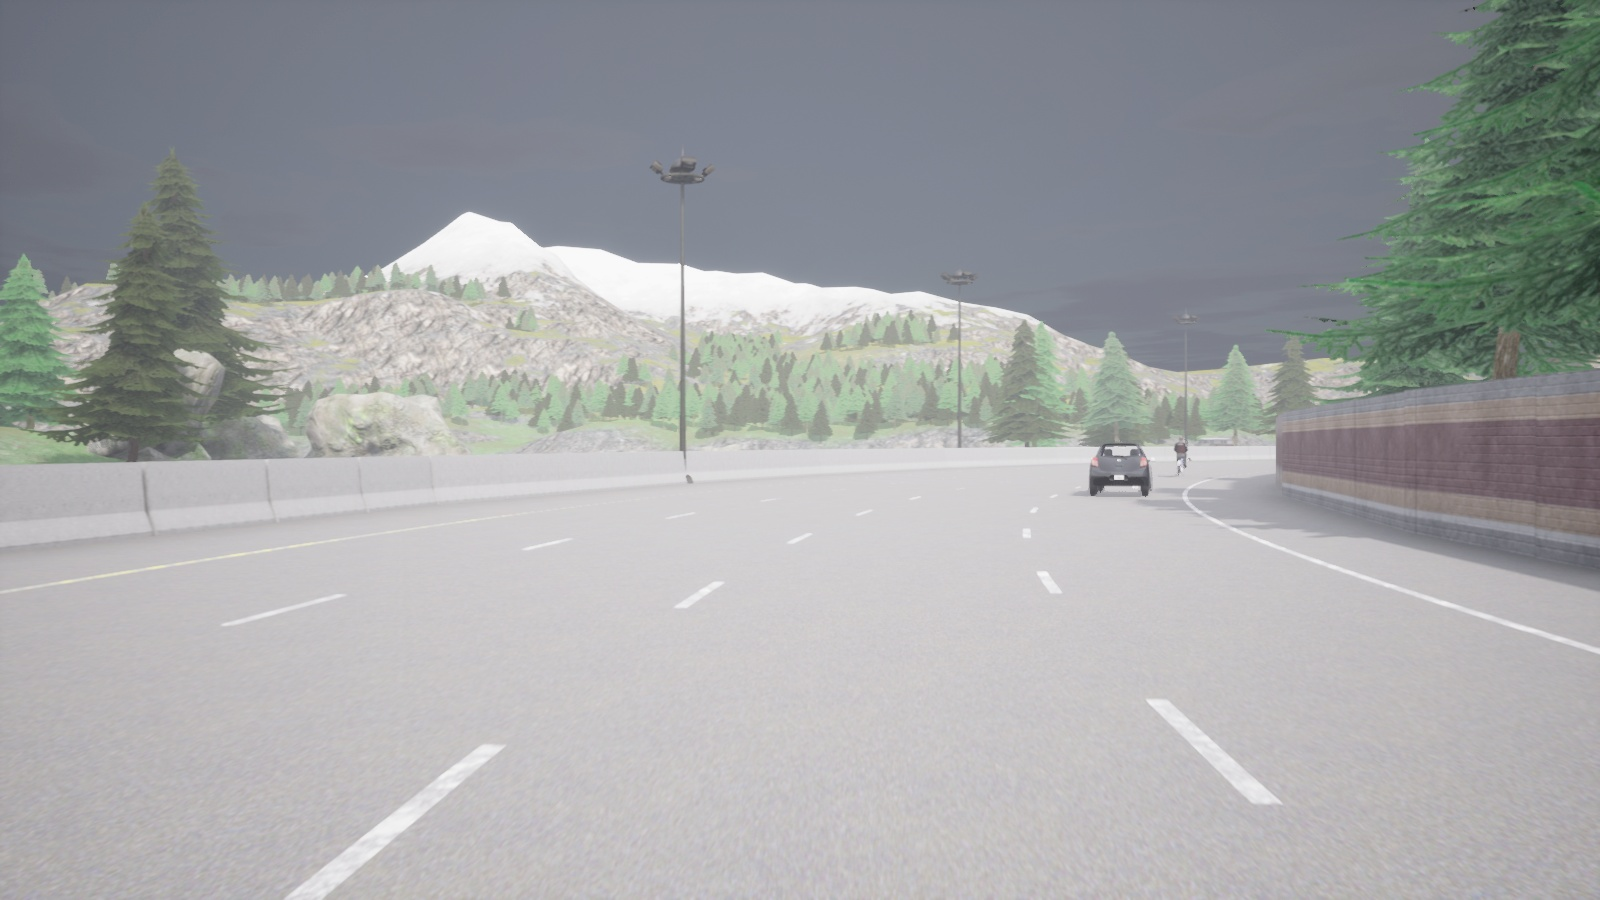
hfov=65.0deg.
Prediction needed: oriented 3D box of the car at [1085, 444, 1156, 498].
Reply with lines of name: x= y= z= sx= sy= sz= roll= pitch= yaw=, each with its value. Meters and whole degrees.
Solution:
car: x=9.397 y=0.564 z=36.638 sx=1.845 sy=1.501 sz=3.633 roll=0 pitch=0 yaw=17
